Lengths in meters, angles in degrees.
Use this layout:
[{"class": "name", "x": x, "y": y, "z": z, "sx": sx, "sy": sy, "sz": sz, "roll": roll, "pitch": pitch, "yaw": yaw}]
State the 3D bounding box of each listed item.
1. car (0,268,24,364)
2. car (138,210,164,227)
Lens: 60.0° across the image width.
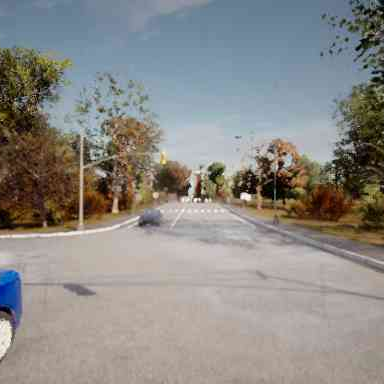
[{"class": "car", "x": -3.499, "y": 1.536, "z": 3.019, "sx": 1.882, "sy": 1.535, "sz": 5.008, "roll": 0, "pitch": -1, "yaw": 0}, {"class": "car", "x": -3.484, "y": 2.260, "z": 29.241, "sx": 2.033, "sy": 1.411, "sz": 5.357, "roll": 0, "pitch": -1, "yaw": 0}]
